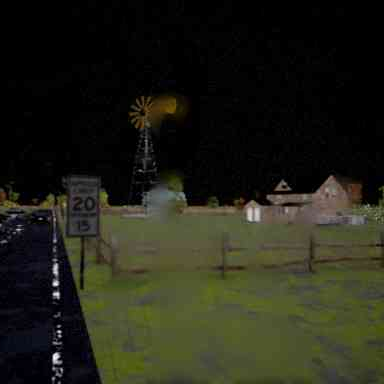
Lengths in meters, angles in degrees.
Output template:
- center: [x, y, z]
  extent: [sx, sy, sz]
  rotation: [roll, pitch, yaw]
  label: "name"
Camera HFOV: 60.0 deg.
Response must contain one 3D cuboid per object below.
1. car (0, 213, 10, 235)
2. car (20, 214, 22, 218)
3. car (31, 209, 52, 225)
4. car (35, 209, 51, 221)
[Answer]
- center: [-14.707, 2.331, 24.570]
  extent: [1.837, 1.490, 4.892]
  rotation: [1, -3, -23]
  label: "car"
- center: [-20.507, 2.574, 38.778]
  extent: [2.128, 1.511, 4.902]
  rotation: [1, -2, -23]
  label: "car"
- center: [-16.611, 2.842, 36.701]
  extent: [1.994, 1.385, 4.181]
  rotation: [1, -2, -22]
  label: "car"
- center: [-20.525, 3.137, 45.987]
  extent: [1.812, 1.442, 4.674]
  rotation: [1, -2, -22]
  label: "car"
